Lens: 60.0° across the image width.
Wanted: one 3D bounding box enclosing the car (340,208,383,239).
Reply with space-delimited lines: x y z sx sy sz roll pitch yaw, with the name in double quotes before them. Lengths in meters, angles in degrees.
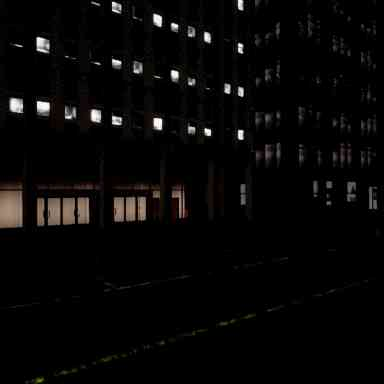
"car" 9.370 1.546 17.110 4.403 1.369 2.008 0 0 -36
